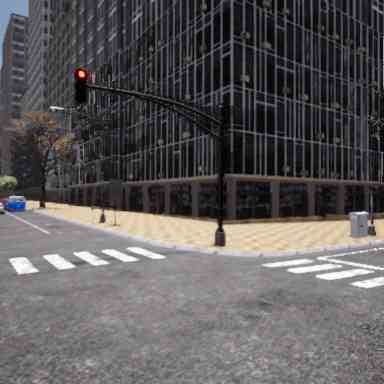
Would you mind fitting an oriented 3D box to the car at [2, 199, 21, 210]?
[{"bbox_3d":[-24.360,1.678,44.798,1.802,1.307,4.206,1,-1,-34],"label":"car"}]

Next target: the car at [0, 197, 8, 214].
[{"bbox_3d":[-21.376,1.587,35.806,1.812,1.442,4.674,1,0,-34],"label":"car"}]

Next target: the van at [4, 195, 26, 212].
[{"bbox_3d":[-21.156,1.433,40.103,1.690,1.788,3.998,1,-1,-34],"label":"van"}]
